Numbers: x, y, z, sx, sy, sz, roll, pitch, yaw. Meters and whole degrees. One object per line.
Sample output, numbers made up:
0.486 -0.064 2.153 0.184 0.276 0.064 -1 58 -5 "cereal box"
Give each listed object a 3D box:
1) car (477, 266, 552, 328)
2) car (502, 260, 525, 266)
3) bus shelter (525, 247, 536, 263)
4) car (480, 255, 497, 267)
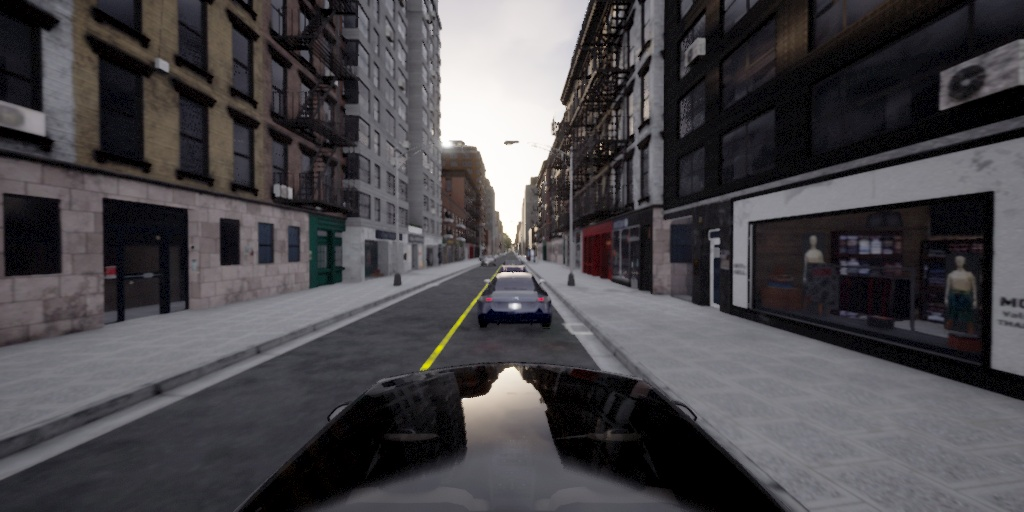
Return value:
0.077 1.172 10.834 1.994 1.385 4.181 0 1 0 "car"
0.105 0.954 28.809 1.895 1.301 4.718 0 1 0 "car"
3.184 -0.143 58.857 1.920 2.740 3.880 0 0 0 "bus shelter"
-3.047 0.620 46.640 2.128 1.511 4.902 0 1 0 "car"
